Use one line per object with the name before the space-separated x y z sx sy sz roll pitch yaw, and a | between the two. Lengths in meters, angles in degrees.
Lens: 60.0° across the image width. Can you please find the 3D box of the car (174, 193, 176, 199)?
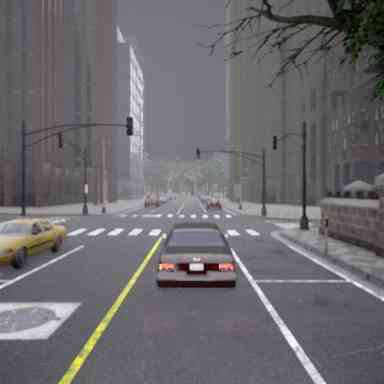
car | -5.696 1.485 81.365 2.008 1.369 4.403 0 0 0

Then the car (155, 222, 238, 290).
car | 0.098 1.537 9.129 2.033 1.411 5.357 0 0 0

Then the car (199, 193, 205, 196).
car | 2.816 1.488 65.045 1.887 1.381 4.507 0 0 0

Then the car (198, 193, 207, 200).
car | 2.837 1.245 92.233 2.192 1.841 5.009 0 0 0

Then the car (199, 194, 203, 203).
car | 2.812 1.497 59.607 2.008 1.369 4.403 0 0 0

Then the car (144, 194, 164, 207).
car | -5.723 1.269 48.739 2.192 1.841 5.009 0 0 0

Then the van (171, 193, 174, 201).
van | -5.701 1.278 75.927 1.690 1.788 3.998 0 0 0

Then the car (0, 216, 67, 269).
car | -5.753 1.513 11.161 1.752 1.417 4.829 0 0 0

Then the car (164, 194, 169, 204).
car | -5.714 1.528 59.614 1.802 1.307 4.206 0 0 0

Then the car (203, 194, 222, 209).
car | 2.798 1.398 43.295 1.967 1.590 4.097 0 0 0

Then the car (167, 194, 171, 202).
car | -5.709 1.468 64.882 1.752 1.417 4.829 0 0 0

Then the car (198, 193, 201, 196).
car | 2.825 1.462 76.090 1.752 1.417 4.829 0 0 0
